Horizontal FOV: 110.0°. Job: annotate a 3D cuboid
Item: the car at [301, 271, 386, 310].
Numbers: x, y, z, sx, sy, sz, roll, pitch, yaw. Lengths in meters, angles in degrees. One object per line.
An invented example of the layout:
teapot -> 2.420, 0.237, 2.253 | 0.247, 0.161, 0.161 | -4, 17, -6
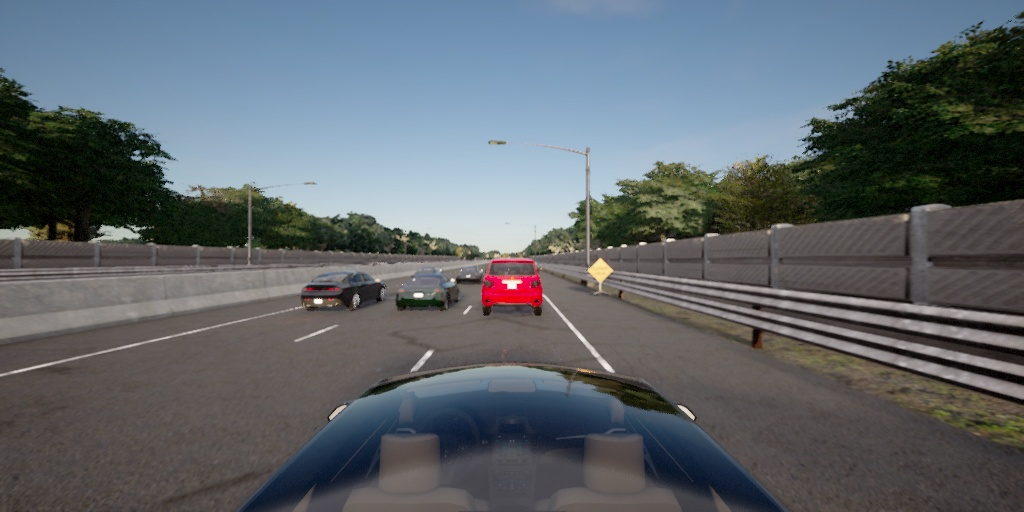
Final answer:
car -> -6.969, 1.389, 15.351 | 1.837, 1.490, 4.892 | 0, 0, 0

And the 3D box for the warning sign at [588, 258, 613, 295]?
warning sign -> 4.561, 1.027, 18.508 | 1.300, 1.860, 1.060 | 0, 0, 0

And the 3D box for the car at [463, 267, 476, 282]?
car -> -3.457, 1.589, 30.336 | 1.994, 1.385, 4.181 | 0, 0, 0

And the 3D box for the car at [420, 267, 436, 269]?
car -> -6.962, 1.587, 30.151 | 1.994, 1.385, 4.181 | 0, 0, 1

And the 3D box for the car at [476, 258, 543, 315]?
car -> 0.021, 1.098, 14.438 | 2.150, 2.045, 5.566 | 0, 0, 0

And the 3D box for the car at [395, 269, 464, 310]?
car -> -3.468, 1.446, 15.388 | 1.994, 1.385, 4.181 | 0, 0, 1
